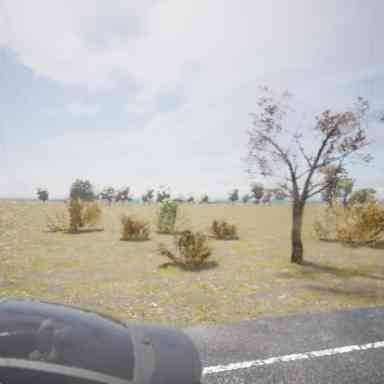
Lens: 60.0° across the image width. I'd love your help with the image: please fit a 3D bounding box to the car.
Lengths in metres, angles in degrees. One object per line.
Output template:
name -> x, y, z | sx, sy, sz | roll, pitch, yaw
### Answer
car -> -2.263, 1.561, 1.983 | 4.892, 1.490, 1.837 | 0, -1, -16
